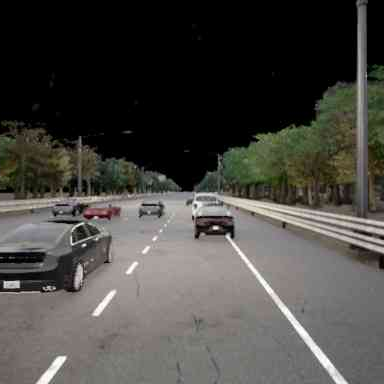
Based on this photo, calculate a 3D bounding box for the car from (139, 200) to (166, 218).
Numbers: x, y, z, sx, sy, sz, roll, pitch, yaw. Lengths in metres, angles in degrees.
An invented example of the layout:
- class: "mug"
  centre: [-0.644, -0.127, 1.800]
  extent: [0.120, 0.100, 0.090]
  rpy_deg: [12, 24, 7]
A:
- class: "car"
  centre: [-3.389, 1.403, 28.835]
  extent: [2.128, 1.511, 4.902]
  rpy_deg: [0, 0, 0]

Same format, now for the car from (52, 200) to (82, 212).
- class: "car"
  centre: [-10.389, 1.403, 28.848]
  extent: [2.128, 1.511, 4.902]
  rpy_deg: [0, 0, 0]

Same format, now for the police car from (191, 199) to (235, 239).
- class: "police car"
  centre: [1.053, 1.368, 17.217]
  extent: [1.930, 1.638, 5.238]
  rpy_deg: [0, 0, 0]

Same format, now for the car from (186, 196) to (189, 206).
- class: "car"
  centre: [0.059, 1.365, 50.861]
  extent: [1.837, 1.490, 4.892]
  rpy_deg: [0, 0, 0]

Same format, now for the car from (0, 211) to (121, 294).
- class: "car"
  centre: [-3.398, 1.476, 8.707]
  extent: [1.837, 1.490, 4.892]
  rpy_deg: [0, 1, 0]

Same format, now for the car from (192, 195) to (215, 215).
- class: "car"
  centre: [1.067, 1.252, 33.057]
  extent: [2.097, 1.767, 4.553]
  rpy_deg: [0, 0, 0]

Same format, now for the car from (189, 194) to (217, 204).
- class: "car"
  centre: [1.059, 1.139, 27.125]
  extent: [2.150, 2.045, 5.566]
  rpy_deg: [0, 0, 0]

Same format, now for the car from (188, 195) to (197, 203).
- class: "car"
  centre: [0.132, 1.349, 67.949]
  extent: [1.812, 1.442, 4.674]
  rpy_deg: [0, 0, 0]

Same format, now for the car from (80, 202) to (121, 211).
- class: "car"
  centre: [-6.893, 1.518, 26.146]
  extent: [1.895, 1.301, 4.718]
  rpy_deg: [0, 0, 0]
